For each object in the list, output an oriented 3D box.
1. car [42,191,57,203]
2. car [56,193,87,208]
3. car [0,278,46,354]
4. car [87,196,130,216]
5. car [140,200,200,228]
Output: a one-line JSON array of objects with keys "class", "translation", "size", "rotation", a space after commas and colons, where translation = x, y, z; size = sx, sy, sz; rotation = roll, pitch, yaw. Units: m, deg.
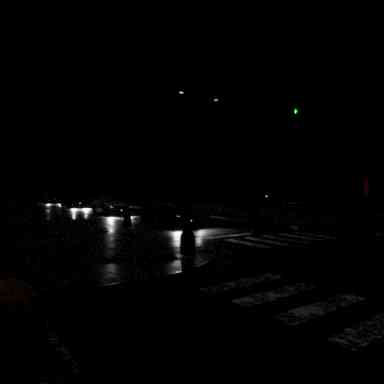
[{"class": "car", "translation": [-18.403, 0.682, 43.569], "size": [1.837, 1.490, 4.892], "rotation": [0, 1, -32]}, {"class": "car", "translation": [-12.431, 0.921, 35.078], "size": [1.994, 1.385, 4.181], "rotation": [0, 1, -36]}, {"class": "car", "translation": [-4.263, 1.525, 3.620], "size": [4.829, 1.417, 1.752], "rotation": [0, 0, -35]}, {"class": "car", "translation": [-6.669, 1.060, 27.030], "size": [1.812, 1.442, 4.674], "rotation": [0, 1, -35]}, {"class": "car", "translation": [-1.454, 1.227, 19.741], "size": [1.812, 1.442, 4.674], "rotation": [0, 1, -37]}]
